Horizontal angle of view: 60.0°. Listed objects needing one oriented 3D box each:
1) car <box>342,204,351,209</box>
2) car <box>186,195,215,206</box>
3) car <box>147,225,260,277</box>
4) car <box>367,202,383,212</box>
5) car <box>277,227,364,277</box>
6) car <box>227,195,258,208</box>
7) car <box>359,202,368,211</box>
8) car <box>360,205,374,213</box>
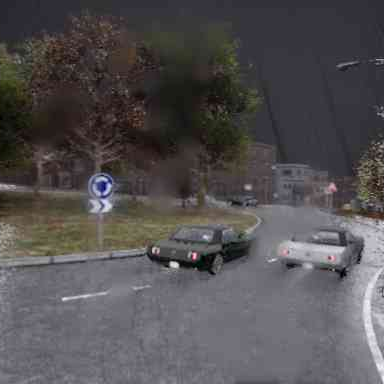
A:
[{"bbox_3d":[32.792,3.328,69.064,1.882,1.535,5.008,2,-2,42],"label":"car"},{"bbox_3d":[1.183,1.105,45.654,1.812,1.442,4.674,0,2,-42],"label":"car"},{"bbox_3d":[0.664,1.745,11.012,1.895,1.301,4.718,2,0,31],"label":"car"},{"bbox_3d":[32.860,2.909,56.005,4.892,1.521,2.231,2,-3,42],"label":"car"},{"bbox_3d":[4.623,1.864,11.418,1.895,1.301,4.718,2,0,34],"label":"car"},{"bbox_3d":[6.603,1.185,43.821,2.128,1.511,4.902,0,2,-33],"label":"car"},{"bbox_3d":[35.240,3.155,66.919,2.150,2.045,5.566,2,-2,42],"label":"car"},{"bbox_3d":[41.438,4.056,78.683,1.882,1.535,5.008,2,-2,42],"label":"car"}]
